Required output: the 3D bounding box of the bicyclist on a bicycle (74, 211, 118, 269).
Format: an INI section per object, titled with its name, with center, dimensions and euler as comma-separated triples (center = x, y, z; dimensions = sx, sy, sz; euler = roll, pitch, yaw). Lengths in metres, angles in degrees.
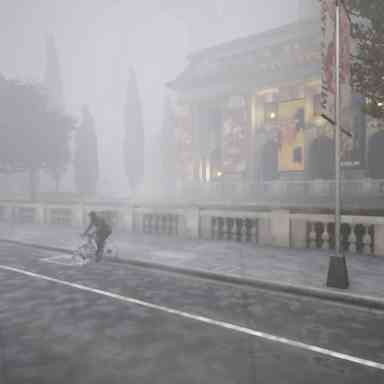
[bicyclist on a bicycle]
center = -2.826, 1.398, 9.919
dimensions = 0.582, 1.620, 1.656
euler = 0, 1, 35
